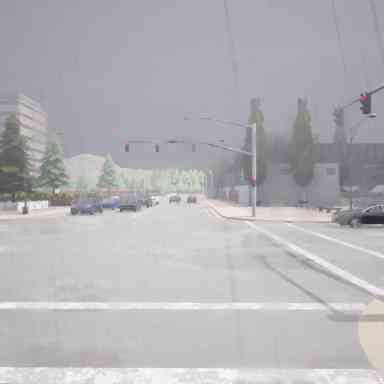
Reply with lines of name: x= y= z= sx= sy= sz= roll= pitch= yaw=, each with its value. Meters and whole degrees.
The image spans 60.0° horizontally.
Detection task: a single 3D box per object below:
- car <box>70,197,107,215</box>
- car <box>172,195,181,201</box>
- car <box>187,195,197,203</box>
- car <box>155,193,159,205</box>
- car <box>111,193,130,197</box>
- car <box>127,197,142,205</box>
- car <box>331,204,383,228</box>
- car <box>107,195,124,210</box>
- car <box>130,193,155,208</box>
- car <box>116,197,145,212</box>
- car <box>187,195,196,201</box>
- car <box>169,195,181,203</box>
car: x=-10.675 y=1.352 z=33.973 sx=2.097 sy=1.767 sz=4.553 roll=0 pitch=0 yaw=2
car: x=-3.540 y=1.407 z=76.841 sx=1.994 sy=1.385 sz=4.181 roll=0 pitch=0 yaw=0
car: x=-0.034 y=1.477 z=66.473 sx=1.882 sy=1.535 sz=5.008 roll=0 pitch=0 yaw=0
car: x=-7.089 y=1.221 z=59.060 sx=2.150 sy=2.045 sz=5.566 roll=0 pitch=0 yaw=1
car: x=-10.612 y=1.352 z=51.624 sx=2.097 sy=1.767 sz=4.553 roll=0 pitch=0 yaw=0
car: x=-10.592 y=1.564 z=61.509 sx=1.994 sy=1.385 sz=4.181 roll=0 pitch=0 yaw=0
car: x=11.537 y=1.491 z=21.338 sx=4.902 sy=1.511 sz=2.128 roll=0 pitch=0 yaw=-1
car: x=-10.613 y=1.477 z=43.108 sx=1.882 sy=1.535 sz=5.008 roll=0 pitch=0 yaw=0
car: x=-7.100 y=1.221 z=48.403 sx=2.150 sy=2.045 sz=5.566 roll=0 pitch=0 yaw=0
car: x=-7.104 y=1.601 z=38.665 sx=1.895 sy=1.301 sz=4.718 roll=0 pitch=0 yaw=0
car: x=-0.040 y=1.407 z=76.843 sx=1.994 sy=1.385 sz=4.181 roll=0 pitch=0 yaw=0
car: x=-3.534 y=1.505 z=66.471 sx=1.837 sy=1.490 sz=4.892 roll=0 pitch=0 yaw=0
